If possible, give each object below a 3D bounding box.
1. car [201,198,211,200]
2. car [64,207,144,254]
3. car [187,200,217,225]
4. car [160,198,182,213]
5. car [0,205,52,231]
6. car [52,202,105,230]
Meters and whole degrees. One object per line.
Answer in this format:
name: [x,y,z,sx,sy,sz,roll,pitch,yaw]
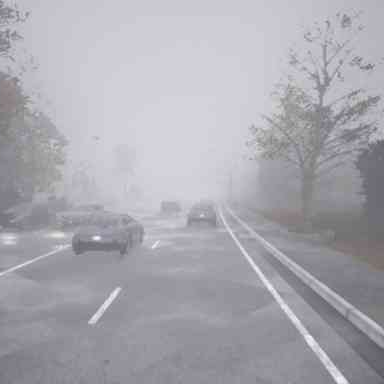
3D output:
car: [1.688,1.449,40.095,1.994,1.385,4.181,0,0,4]
car: [-3.164,1.523,13.267,1.994,1.385,4.181,0,0,2]
car: [0.726,1.496,23.488,1.994,1.385,4.181,0,0,3]
car: [-2.134,1.373,35.248,1.882,1.535,5.008,0,0,4]
car: [-10.138,1.480,20.336,2.033,1.411,5.357,0,0,2]
car: [-6.604,1.439,20.848,1.837,1.490,4.892,0,0,3]
